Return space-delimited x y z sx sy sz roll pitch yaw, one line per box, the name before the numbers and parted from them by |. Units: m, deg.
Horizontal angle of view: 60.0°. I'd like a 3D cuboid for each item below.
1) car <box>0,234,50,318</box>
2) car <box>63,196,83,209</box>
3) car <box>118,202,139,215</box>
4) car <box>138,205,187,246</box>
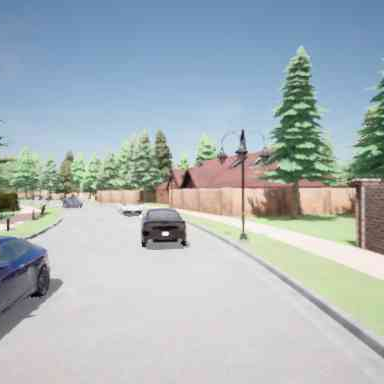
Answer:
car | -3.988 1.540 5.822 1.812 1.442 4.674 0 0 -5
car | -17.122 1.412 47.776 2.097 1.767 4.553 0 0 -30
car | -6.404 1.622 33.935 1.895 1.301 4.718 0 0 -21
car | -1.414 1.482 15.423 1.882 1.535 5.008 0 0 -9
